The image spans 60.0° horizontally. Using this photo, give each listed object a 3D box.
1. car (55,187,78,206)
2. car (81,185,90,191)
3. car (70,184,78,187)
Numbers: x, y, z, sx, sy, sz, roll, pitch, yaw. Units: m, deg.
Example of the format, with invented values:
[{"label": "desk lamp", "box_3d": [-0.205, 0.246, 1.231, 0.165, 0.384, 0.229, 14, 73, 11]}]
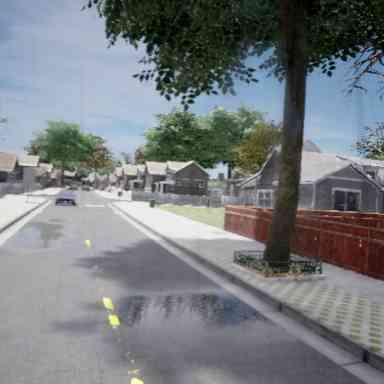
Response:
[{"label": "car", "box_3d": [-12.156, 0.494, 32.198, 2.033, 1.411, 5.357, 4, 0, -19]}, {"label": "car", "box_3d": [-26.145, -0.970, 81.854, 2.033, 1.411, 5.357, 4, 0, -19]}, {"label": "car", "box_3d": [-29.031, -1.147, 81.811, 2.033, 1.411, 5.357, 4, 0, -19]}]
